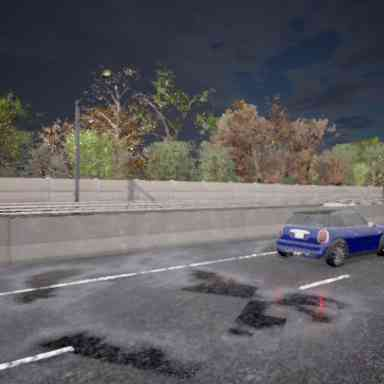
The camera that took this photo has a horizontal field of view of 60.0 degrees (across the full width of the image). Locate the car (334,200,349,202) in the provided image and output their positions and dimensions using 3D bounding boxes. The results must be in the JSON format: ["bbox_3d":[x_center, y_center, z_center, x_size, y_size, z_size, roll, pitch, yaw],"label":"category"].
[{"bbox_3d":[19.337,1.750,43.552,4.718,1.301,1.895,0,0,-35],"label":"car"}]

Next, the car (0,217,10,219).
[{"bbox_3d":[-10.339,1.477,13.815,5.008,1.535,1.882,0,0,-35],"label":"car"}]

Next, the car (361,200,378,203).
[{"bbox_3d":[21.743,1.676,40.966,4.674,1.442,1.812,0,0,-35],"label":"car"}]

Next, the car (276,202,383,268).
[{"bbox_3d":[5.099,1.390,11.681,4.553,1.767,2.097,0,0,-36],"label":"car"}]
